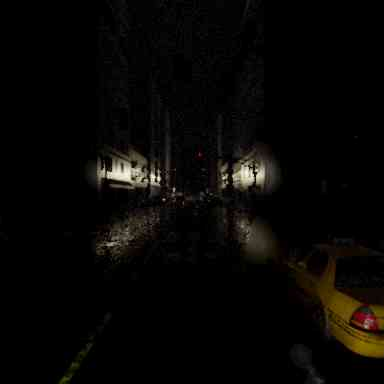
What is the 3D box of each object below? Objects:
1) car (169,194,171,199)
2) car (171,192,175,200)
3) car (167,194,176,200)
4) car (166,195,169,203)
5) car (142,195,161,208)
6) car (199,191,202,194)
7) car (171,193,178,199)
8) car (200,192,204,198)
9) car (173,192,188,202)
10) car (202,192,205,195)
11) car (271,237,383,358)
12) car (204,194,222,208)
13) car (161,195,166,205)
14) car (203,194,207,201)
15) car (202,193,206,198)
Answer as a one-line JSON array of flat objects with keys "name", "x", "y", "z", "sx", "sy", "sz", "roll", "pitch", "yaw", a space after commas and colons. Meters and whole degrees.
[{"name": "car", "x": -5.319, "y": 1.249, "z": 60.348, "sx": 1.887, "sy": 1.381, "sz": 4.507, "roll": 1, "pitch": 0, "yaw": 1}, {"name": "car", "x": -5.108, "y": 1.145, "z": 76.765, "sx": 1.752, "sy": 1.417, "sz": 4.829, "roll": 1, "pitch": 0, "yaw": 1}, {"name": "car", "x": -5.035, "y": 1.156, "z": 82.464, "sx": 1.947, "sy": 1.339, "sz": 4.313, "roll": 1, "pitch": 0, "yaw": 1}, {"name": "car", "x": -5.390, "y": 1.283, "z": 54.820, "sx": 2.008, "sy": 1.369, "sz": 4.403, "roll": 1, "pitch": 0, "yaw": 1}, {"name": "car", "x": -5.533, "y": 1.369, "z": 43.762, "sx": 1.802, "sy": 1.307, "sz": 4.206, "roll": 1, "pitch": 0, "yaw": 1}, {"name": "car", "x": 3.632, "y": 1.096, "z": 93.429, "sx": 1.947, "sy": 1.339, "sz": 4.313, "roll": 1, "pitch": 0, "yaw": 1}, {"name": "car", "x": -4.893, "y": 1.097, "z": 93.521, "sx": 1.947, "sy": 1.339, "sz": 4.313, "roll": 1, "pitch": 0, "yaw": 1}, {"name": "car", "x": 3.348, "y": 1.212, "z": 71.308, "sx": 1.947, "sy": 1.339, "sz": 4.313, "roll": 1, "pitch": 0, "yaw": 1}, {"name": "car", "x": -2.367, "y": 1.259, "z": 68.215, "sx": 1.895, "sy": 1.301, "sz": 4.718, "roll": 0, "pitch": 0, "yaw": 1}, {"name": "car", "x": 3.206, "y": 1.248, "z": 60.247, "sx": 1.887, "sy": 1.381, "sz": 4.507, "roll": 1, "pitch": 0, "yaw": 1}, {"name": "car", "x": 2.676, "y": 1.495, "z": 6.163, "sx": 1.752, "sy": 1.417, "sz": 4.829, "roll": 1, "pitch": 0, "yaw": 0}, {"name": "car", "x": 2.993, "y": 1.353, "z": 43.657, "sx": 1.947, "sy": 1.339, "sz": 4.313, "roll": 1, "pitch": 0, "yaw": 1}, {"name": "car", "x": -5.461, "y": 1.326, "z": 49.291, "sx": 1.947, "sy": 1.339, "sz": 4.313, "roll": 1, "pitch": 0, "yaw": 1}, {"name": "car", "x": 3.064, "y": 1.304, "z": 49.187, "sx": 1.887, "sy": 1.381, "sz": 4.507, "roll": 1, "pitch": 0, "yaw": 1}, {"name": "car", "x": 3.135, "y": 1.282, "z": 54.717, "sx": 2.008, "sy": 1.369, "sz": 4.403, "roll": 1, "pitch": 0, "yaw": 1}]
